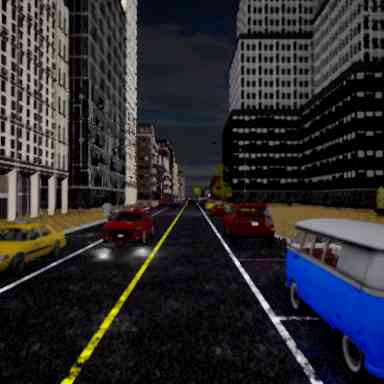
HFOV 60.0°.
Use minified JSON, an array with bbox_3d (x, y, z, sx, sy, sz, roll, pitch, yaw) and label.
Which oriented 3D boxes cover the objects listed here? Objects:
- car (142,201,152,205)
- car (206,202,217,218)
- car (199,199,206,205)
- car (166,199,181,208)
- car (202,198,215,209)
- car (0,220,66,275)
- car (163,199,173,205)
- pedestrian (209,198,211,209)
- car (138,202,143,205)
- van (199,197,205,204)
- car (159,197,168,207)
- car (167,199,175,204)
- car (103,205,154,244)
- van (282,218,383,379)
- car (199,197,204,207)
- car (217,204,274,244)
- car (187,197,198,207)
[{"bbox_3d":[-5.673,1.850,39.477,1.967,1.590,4.097,0,-1,0],"label":"car"},{"bbox_3d":[2.687,1.931,33.758,1.802,1.307,4.206,0,-1,0],"label":"car"},{"bbox_3d":[2.687,2.498,84.956,1.802,1.307,4.206,0,-1,0],"label":"car"},{"bbox_3d":[-3.025,2.222,58.992,1.895,1.301,4.718,0,-1,1],"label":"car"},{"bbox_3d":[3.016,2.006,52.524,1.801,1.575,5.366,0,-1,0],"label":"car"},{"bbox_3d":[-5.682,1.636,10.862,1.752,1.417,4.829,0,-1,0],"label":"car"},{"bbox_3d":[-5.662,2.395,79.297,1.887,1.381,4.507,0,-1,0],"label":"car"},{"bbox_3d":[3.017,1.877,55.523,0.375,1.860,0.375,0,-1,0],"label":"pedestrian"},{"bbox_3d":[-5.677,1.840,28.098,2.008,1.369,4.403,0,-1,0],"label":"car"},{"bbox_3d":[2.689,2.323,90.648,1.690,1.788,3.998,0,-1,0],"label":"van"},{"bbox_3d":[-5.664,2.036,67.921,2.192,1.841,5.009,0,-1,0],"label":"car"},{"bbox_3d":[-5.659,2.548,90.673,1.947,1.339,4.313,0,-1,0],"label":"car"},{"bbox_3d":[-3.096,1.651,16.939,1.882,1.535,5.008,0,-1,0],"label":"car"},{"bbox_3d":[2.705,1.396,5.317,1.690,1.788,3.998,0,-1,0],"label":"van"},{"bbox_3d":[2.682,2.286,67.890,1.947,1.339,4.313,0,-1,0],"label":"car"},{"bbox_3d":[2.711,1.485,16.695,2.192,1.841,5.009,0,-1,0],"label":"car"},{"bbox_3d":[0.020,2.211,65.901,1.837,1.490,4.892,0,-1,0],"label":"car"}]
